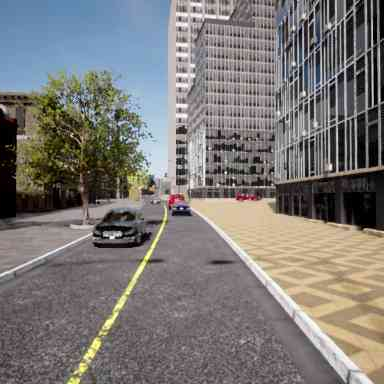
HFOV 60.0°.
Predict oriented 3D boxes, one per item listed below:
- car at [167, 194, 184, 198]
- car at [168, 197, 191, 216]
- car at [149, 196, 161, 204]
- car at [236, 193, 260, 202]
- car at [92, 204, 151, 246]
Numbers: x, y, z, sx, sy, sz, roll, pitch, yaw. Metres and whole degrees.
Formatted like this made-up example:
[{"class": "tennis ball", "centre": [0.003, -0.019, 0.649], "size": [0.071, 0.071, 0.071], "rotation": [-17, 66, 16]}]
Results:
[{"class": "car", "centre": [-1.997, 1.230, 43.580], "size": [2.150, 2.045, 5.566], "rotation": [0, 0, -5]}, {"class": "car", "centre": [-1.129, 1.555, 32.893], "size": [2.033, 1.411, 5.357], "rotation": [0, 0, -4]}, {"class": "car", "centre": [-6.772, 1.500, 61.393], "size": [2.128, 1.511, 4.902], "rotation": [0, 0, -7]}, {"class": "car", "centre": [11.568, 1.213, 68.741], "size": [5.009, 1.841, 2.192], "rotation": [0, -1, 13]}, {"class": "car", "centre": [-3.169, 1.508, 15.281], "size": [1.837, 1.490, 4.892], "rotation": [0, 0, -2]}]
